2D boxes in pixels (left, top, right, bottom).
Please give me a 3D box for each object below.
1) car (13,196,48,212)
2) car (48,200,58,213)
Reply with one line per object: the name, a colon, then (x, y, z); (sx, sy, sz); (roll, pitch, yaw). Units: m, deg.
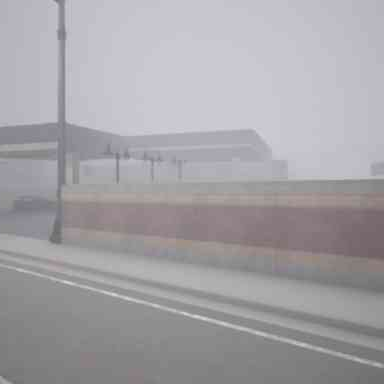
car: (-17.160, 1.267, 36.713); (2.242, 1.667, 4.611); (0, 0, 37)
car: (-12.085, 1.432, 33.915); (1.970, 1.475, 3.806); (0, 0, 37)
